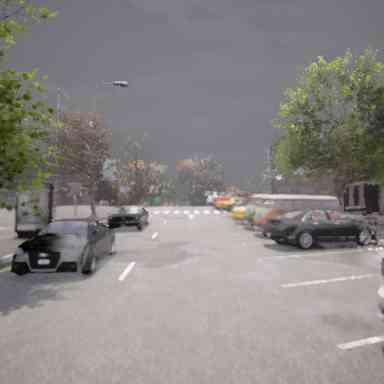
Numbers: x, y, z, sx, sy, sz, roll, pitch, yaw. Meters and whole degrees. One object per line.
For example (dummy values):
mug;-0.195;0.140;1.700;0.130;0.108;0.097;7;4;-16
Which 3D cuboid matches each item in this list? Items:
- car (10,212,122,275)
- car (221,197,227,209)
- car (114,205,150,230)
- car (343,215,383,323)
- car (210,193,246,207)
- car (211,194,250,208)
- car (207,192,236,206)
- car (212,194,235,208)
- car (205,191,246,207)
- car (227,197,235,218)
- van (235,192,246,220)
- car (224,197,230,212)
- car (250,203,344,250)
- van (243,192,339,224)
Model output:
car;-3.692;1.529;10.250;1.994;1.385;4.181;0;0;0
car;5.241;1.357;28.725;4.674;1.452;2.002;0;0;-20
car;-3.771;1.516;20.391;1.895;1.301;4.718;0;0;-1
car;5.231;1.187;4.545;5.566;2.045;2.435;0;0;-20
car;5.105;1.139;46.868;4.553;1.767;2.185;1;-2;-21
car;5.100;1.116;43.844;4.553;1.767;2.185;1;0;-21
car;5.148;1.005;40.792;5.566;2.045;2.435;0;1;-21
car;5.375;1.270;37.846;5.366;1.575;1.946;0;0;-20
car;5.002;1.116;49.820;5.566;2.045;2.435;2;-5;-20
car;5.418;1.345;22.736;5.366;1.575;1.946;0;0;-20
van;5.130;1.135;19.604;4.442;1.987;1.878;0;1;-20
car;5.253;1.372;25.697;4.674;1.452;2.002;0;1;-20
car;5.217;1.393;13.599;4.892;1.521;2.231;0;0;-20
van;5.126;1.151;16.575;4.442;1.987;1.878;0;1;-20
